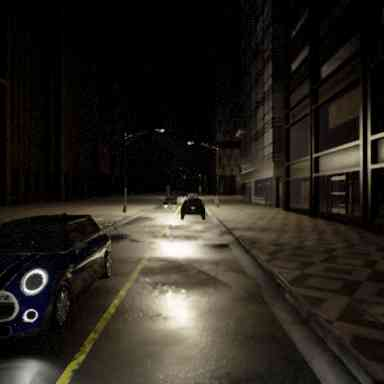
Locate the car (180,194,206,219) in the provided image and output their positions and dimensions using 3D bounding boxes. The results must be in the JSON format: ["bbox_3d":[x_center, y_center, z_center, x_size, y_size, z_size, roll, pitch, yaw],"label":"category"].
[{"bbox_3d":[0.070,1.229,26.912,2.033,1.649,4.856,0,1,0],"label":"car"}]

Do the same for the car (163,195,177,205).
[{"bbox_3d":[-3.127,1.176,49.135,2.033,1.411,5.357,0,0,0],"label":"car"}]

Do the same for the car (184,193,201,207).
[{"bbox_3d":[0.048,1.011,45.171,2.097,1.767,4.553,0,0,0],"label":"car"}]

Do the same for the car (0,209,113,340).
[{"bbox_3d":[-3.106,1.300,6.769,2.097,1.767,4.553,0,0,0],"label":"car"}]
